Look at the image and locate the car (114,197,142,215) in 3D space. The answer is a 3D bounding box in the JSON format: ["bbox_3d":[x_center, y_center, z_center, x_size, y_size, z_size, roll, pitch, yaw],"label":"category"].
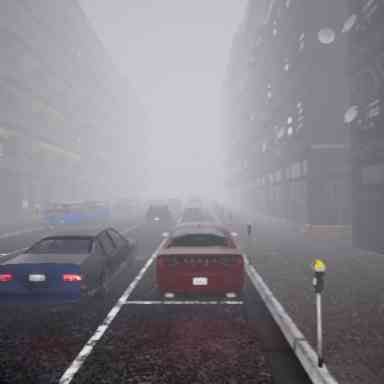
[{"bbox_3d":[-7.516,1.504,37.466,2.192,1.841,5.009,1,0,1],"label":"car"}]

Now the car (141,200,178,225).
[{"bbox_3d":[-2.372,1.606,25.287,1.837,1.490,4.892,0,0,1],"label":"car"}]

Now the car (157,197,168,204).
[{"bbox_3d":[-6.729,1.951,76.170,1.887,1.381,4.507,1,0,1],"label":"car"}]

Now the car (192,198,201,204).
[{"bbox_3d":[1.002,1.900,70.424,1.802,1.307,4.206,1,0,1],"label":"car"}]

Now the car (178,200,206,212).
[{"bbox_3d":[0.131,1.634,26.184,1.887,1.381,4.507,1,0,1],"label":"car"}]

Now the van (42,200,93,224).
[{"bbox_3d":[-7.855,1.460,20.877,1.690,1.788,3.998,1,0,1],"label":"van"}]

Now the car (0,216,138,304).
[{"bbox_3d":[-2.717,1.590,8.450,2.033,1.411,5.357,0,0,1],"label":"car"}]

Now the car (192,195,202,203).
[{"bbox_3d":[1.232,1.709,81.486,2.192,1.841,5.009,1,0,1],"label":"car"}]

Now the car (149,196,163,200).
[{"bbox_3d":[-4.804,1.692,46.087,1.882,1.535,5.008,0,-1,1],"label":"car"}]

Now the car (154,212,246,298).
[{"bbox_3d":[0.201,1.502,8.609,1.882,1.535,5.008,0,0,1],"label":"car"}]

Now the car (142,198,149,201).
[{"bbox_3d":[-7.403,1.530,42.995,2.192,1.841,5.009,1,0,1],"label":"car"}]

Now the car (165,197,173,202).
[{"bbox_3d":[-6.390,2.111,92.760,1.802,1.307,4.206,1,0,1],"label":"car"}]

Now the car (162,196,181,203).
[{"bbox_3d":[-2.134,1.527,41.806,2.097,1.767,4.553,0,0,1],"label":"car"}]

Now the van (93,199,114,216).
[{"bbox_3d":[-7.743,1.482,26.408,1.690,1.788,3.998,1,0,1],"label":"van"}]

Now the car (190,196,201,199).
[{"bbox_3d":[0.367,1.578,37.244,1.967,1.590,4.097,1,0,1],"label":"car"}]

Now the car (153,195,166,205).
[{"bbox_3d":[-6.838,1.685,70.641,2.192,1.841,5.009,1,0,1],"label":"car"}]

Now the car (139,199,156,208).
[{"bbox_3d":[-7.181,1.837,54.054,1.947,1.339,4.313,1,0,1],"label":"car"}]
